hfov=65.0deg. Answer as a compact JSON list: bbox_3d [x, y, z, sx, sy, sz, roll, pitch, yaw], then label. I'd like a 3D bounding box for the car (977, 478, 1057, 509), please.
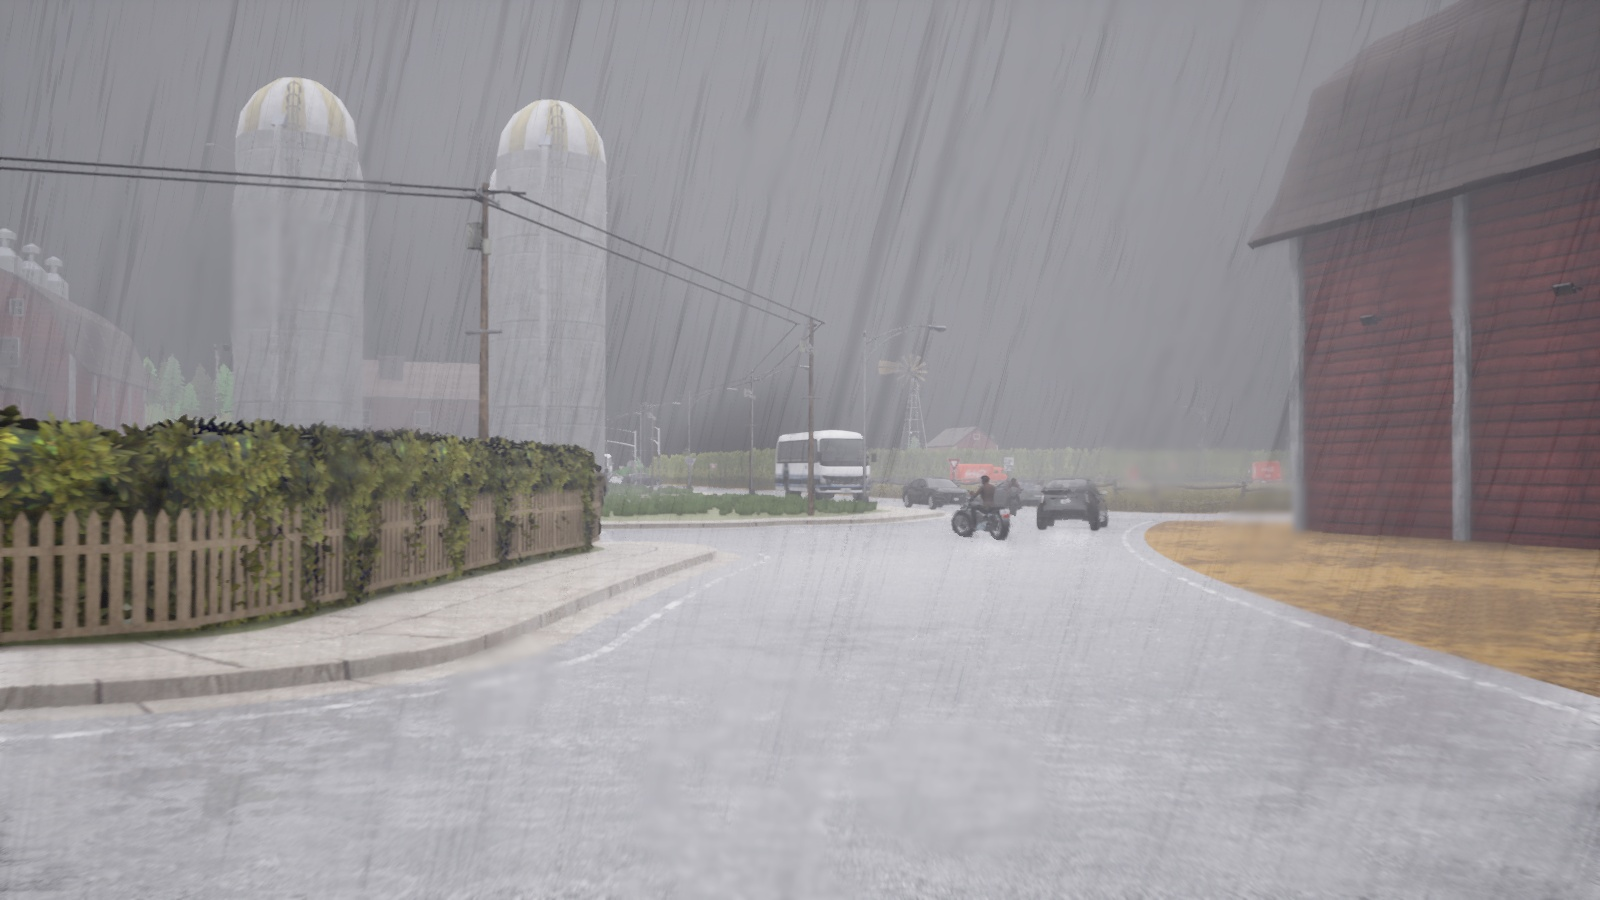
[{"bbox_3d":[10.331,2.051,60.124,1.994,1.385,4.181,0,-1,-19],"label":"car"}]

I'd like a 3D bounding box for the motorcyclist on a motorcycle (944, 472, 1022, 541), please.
[{"bbox_3d":[4.577,1.399,31.630,0.766,1.649,2.350,-2,-1,-23],"label":"motorcyclist on a motorcycle"}]

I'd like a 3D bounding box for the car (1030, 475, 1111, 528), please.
[{"bbox_3d":[8.294,1.515,38.185,2.007,1.525,4.514,-1,-1,17],"label":"car"}]

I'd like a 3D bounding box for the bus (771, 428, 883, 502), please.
[{"bbox_3d":[1.454,0.948,77.490,3.944,4.253,10.273,0,-1,-17],"label":"bus"}]

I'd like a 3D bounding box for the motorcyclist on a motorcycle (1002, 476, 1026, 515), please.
[{"bbox_3d":[8.425,1.781,49.562,0.797,1.523,2.044,0,-1,6],"label":"motorcyclist on a motorcycle"}]

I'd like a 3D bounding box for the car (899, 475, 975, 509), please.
[{"bbox_3d":[6.538,1.991,60.540,1.882,1.535,5.008,0,-1,-17],"label":"car"}]

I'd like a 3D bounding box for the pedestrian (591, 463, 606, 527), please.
[{"bbox_3d":[-6.118,1.356,38.177,0.396,1.930,0.692,0,-1,-4],"label":"pedestrian"}]
